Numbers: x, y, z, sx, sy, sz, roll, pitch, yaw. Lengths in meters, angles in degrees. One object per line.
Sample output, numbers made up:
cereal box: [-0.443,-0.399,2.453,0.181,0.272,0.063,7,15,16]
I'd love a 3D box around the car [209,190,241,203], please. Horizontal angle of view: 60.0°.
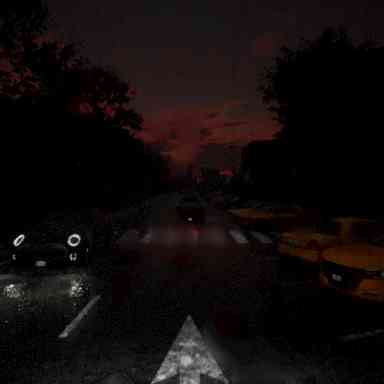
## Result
car: [4.963,0.980,40.619,4.553,1.767,2.185,0,1,-20]

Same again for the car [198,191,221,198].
car: [4.500,0.654,85.588,5.366,1.575,1.946,0,1,-21]

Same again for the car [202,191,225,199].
car: [4.796,0.640,73.642,4.553,1.767,2.185,0,1,-20]

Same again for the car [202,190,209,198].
car: [4.873,0.751,49.593,5.566,2.045,2.435,1,1,-20]

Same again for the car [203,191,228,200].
car: [4.765,0.694,67.625,4.553,1.767,2.185,0,0,-20]

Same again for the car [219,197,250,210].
car: [4.893,1.325,22.544,5.366,1.575,1.946,0,1,-21]

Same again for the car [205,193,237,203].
car: [4.826,0.968,55.610,4.792,1.488,2.163,1,1,-20]

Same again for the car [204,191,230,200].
car: [4.780,0.722,64.624,4.553,1.767,2.185,1,0,-20]

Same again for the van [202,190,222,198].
van: [4.833,0.487,79.690,4.442,1.987,1.878,1,0,-20]

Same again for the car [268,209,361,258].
car: [5.373,1.470,10.662,5.366,1.575,1.946,1,0,-21]

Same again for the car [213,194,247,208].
car: [4.970,1.218,34.610,4.674,1.452,2.002,0,1,-20]

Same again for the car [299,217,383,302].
car: [5.256,1.478,7.592,5.008,1.535,2.097,1,0,-21]

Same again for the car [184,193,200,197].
car: [-0.287,1.126,41.248,1.837,1.490,4.892,0,0,0]

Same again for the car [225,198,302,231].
car: [4.923,1.362,19.543,5.366,1.575,1.946,0,1,-21]

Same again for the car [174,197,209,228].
car: [-0.124,1.347,21.343,1.882,1.535,5.008,0,1,-1]

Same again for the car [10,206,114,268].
car: [-4.138,1.349,11.333,2.097,1.767,4.553,0,0,0]

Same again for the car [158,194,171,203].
car: [-4.485,1.008,54.471,1.812,1.442,4.674,0,1,0]

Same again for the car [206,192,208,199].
car: [4.895,1.076,46.618,4.674,1.452,2.002,0,0,-20]

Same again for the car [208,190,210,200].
car: [4.946,0.945,43.620,4.553,1.767,2.185,0,1,-20]

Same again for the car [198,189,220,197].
car: [4.642,0.354,91.680,5.566,2.045,2.435,0,0,-21]

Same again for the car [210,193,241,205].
car: [4.921,1.170,37.601,4.792,1.488,2.163,0,1,-20]

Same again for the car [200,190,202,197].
car: [4.818,0.655,58.609,5.566,2.045,2.435,1,1,-20]
